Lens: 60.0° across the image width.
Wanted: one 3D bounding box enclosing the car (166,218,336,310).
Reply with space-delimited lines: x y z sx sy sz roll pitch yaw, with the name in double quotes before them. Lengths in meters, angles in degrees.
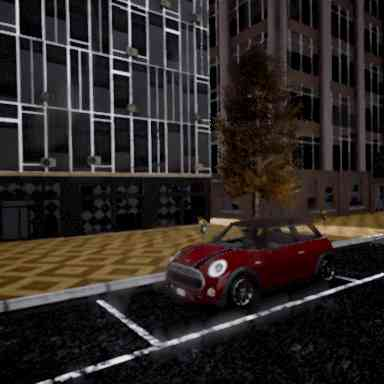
"car" 1.405 1.375 7.571 4.097 1.590 1.967 -1 0 -35
